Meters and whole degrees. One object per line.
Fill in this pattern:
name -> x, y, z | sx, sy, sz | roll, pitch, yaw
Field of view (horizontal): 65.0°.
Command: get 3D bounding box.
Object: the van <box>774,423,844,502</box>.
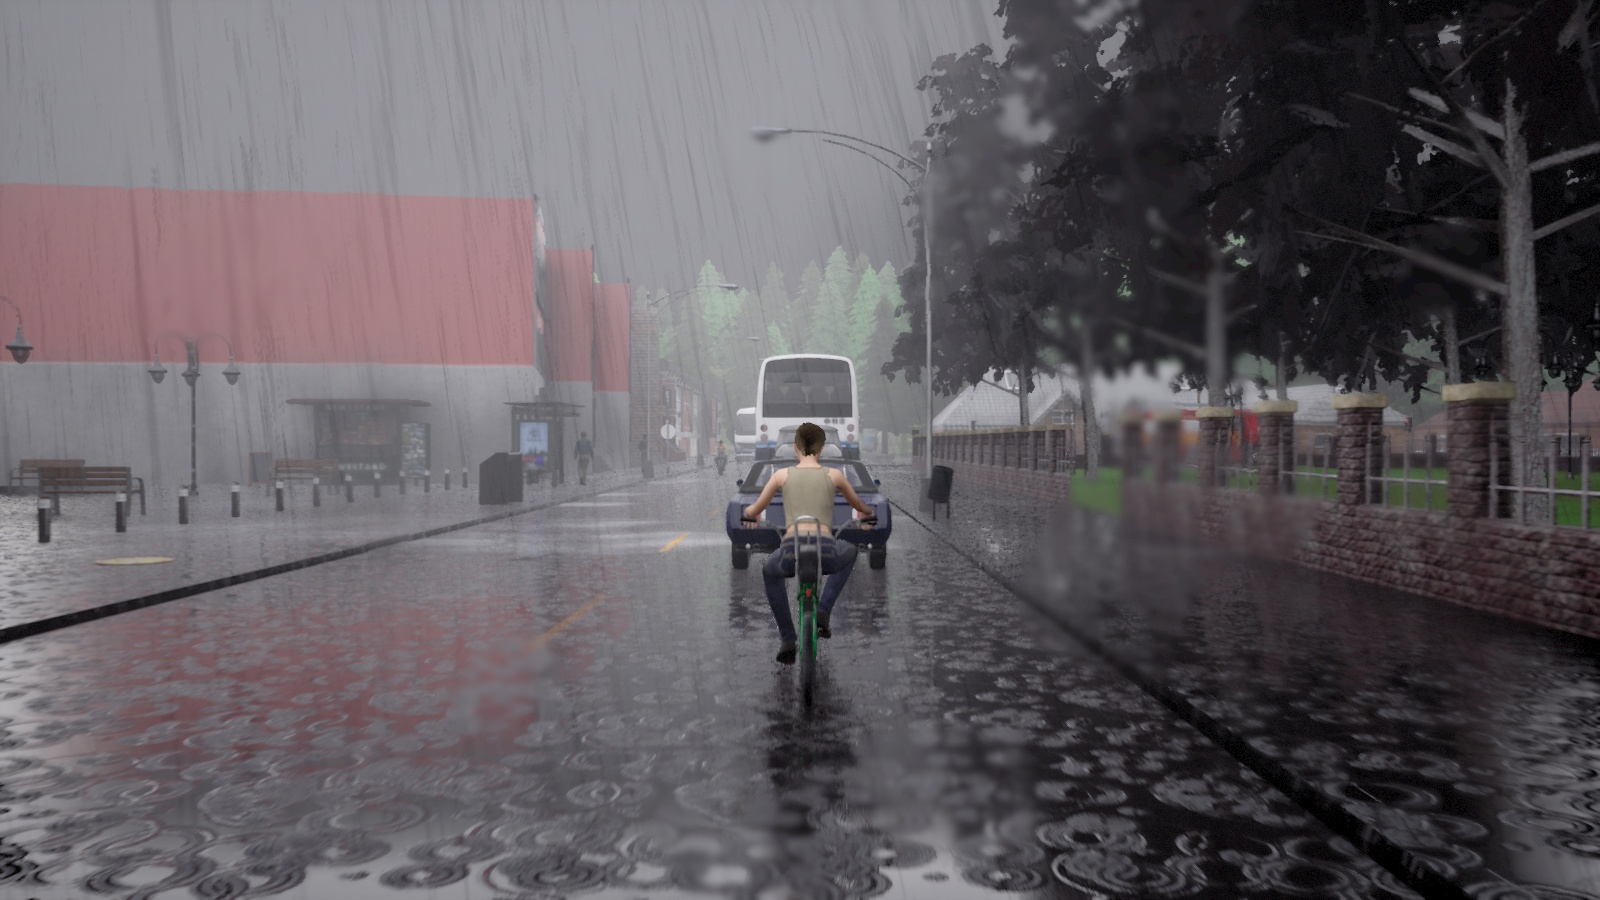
van -> 0.235, 0.306, 34.123 | 1.775, 1.987, 4.442 | 0, 0, 0

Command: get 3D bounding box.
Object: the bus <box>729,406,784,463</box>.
bus -> -3.311, -1.193, 98.757 | 3.944, 4.253, 10.273 | 0, 0, 0

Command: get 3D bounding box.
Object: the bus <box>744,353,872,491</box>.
bus -> 0.310, -0.878, 43.860 | 3.944, 4.253, 10.273 | 0, 0, 1

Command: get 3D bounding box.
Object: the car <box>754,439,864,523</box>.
car -> 0.172, 0.551, 25.136 | 2.007, 1.525, 4.514 | 0, 0, 0

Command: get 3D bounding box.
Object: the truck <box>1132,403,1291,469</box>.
truck -> 24.181, -0.819, 74.068 | 8.468, 3.827, 2.891 | 0, 0, -1

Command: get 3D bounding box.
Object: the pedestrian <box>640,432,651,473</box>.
pedestrian -> -7.395, 0.104, 60.033 | 0.402, 1.930, 0.666 | 0, 0, 4

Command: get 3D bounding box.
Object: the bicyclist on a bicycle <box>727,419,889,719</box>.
bicyclist on a bicycle -> 0.052, 0.641, 7.510 | 0.866, 1.612, 1.509 | 0, 0, 1

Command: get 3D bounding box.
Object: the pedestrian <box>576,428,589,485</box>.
pedestrian -> -7.157, 0.212, 41.360 | 0.370, 1.835, 0.726 | 0, 0, -15

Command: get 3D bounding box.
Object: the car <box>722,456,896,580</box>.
car -> 0.109, 0.756, 16.100 | 1.895, 1.301, 4.718 | 0, 0, 0
